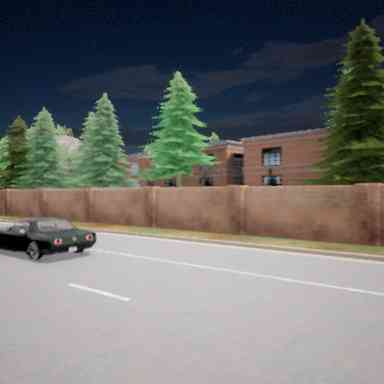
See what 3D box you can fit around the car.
[{"bbox_3d":[-5.789,1.629,12.437,4.718,1.301,1.895,0,0,36],"label":"car"}]
